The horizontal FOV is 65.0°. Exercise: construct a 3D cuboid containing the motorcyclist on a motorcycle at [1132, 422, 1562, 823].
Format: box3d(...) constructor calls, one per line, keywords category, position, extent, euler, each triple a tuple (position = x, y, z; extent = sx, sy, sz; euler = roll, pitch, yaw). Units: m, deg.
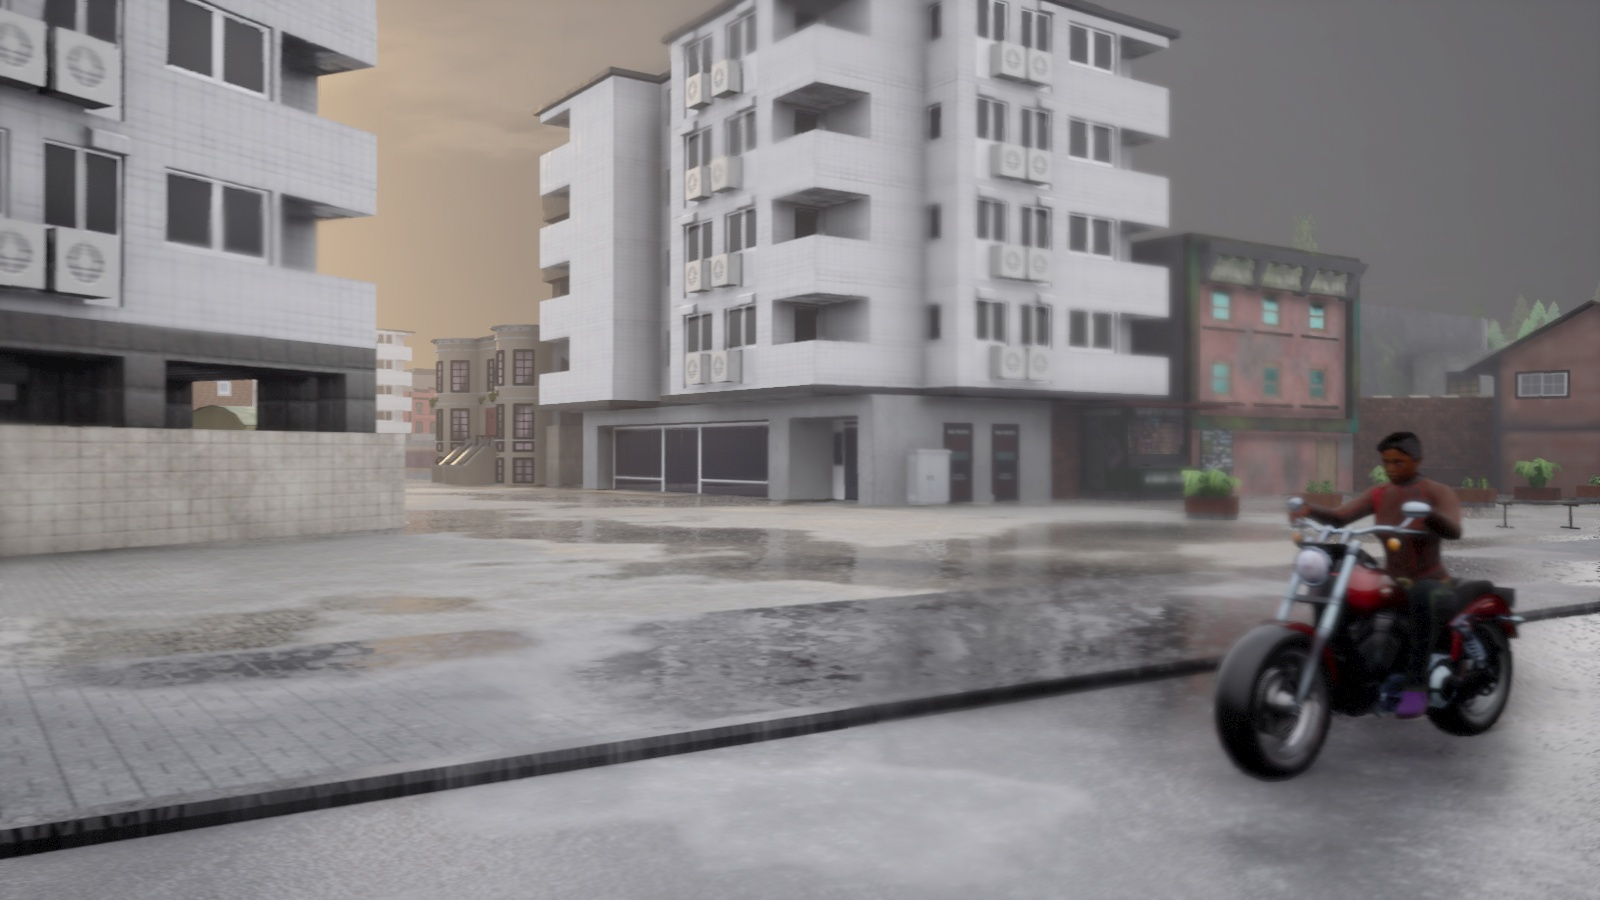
box3d(category="motorcyclist on a motorcycle", position=(2.730, 0.704, 6.134), extent=(2.350, 1.649, 0.766), euler=(0, 0, -34))
